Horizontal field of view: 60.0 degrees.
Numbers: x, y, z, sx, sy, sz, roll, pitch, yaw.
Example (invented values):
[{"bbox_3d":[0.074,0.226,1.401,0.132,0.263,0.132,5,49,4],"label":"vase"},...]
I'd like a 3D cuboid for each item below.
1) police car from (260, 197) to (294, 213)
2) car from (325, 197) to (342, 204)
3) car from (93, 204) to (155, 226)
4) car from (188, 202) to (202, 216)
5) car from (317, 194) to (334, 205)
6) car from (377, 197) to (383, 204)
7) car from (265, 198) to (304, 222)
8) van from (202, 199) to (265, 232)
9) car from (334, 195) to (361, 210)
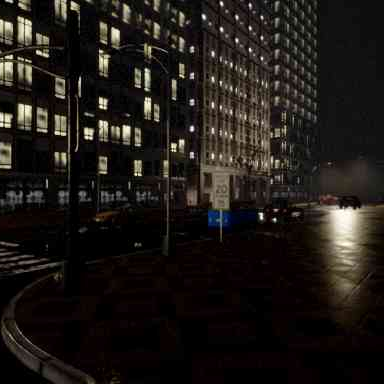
[{"bbox_3d":[9.967,1.459,38.689,1.930,1.638,5.238,0,0,38],"label":"police car"},{"bbox_3d":[28.530,1.625,66.953,2.008,1.369,4.403,0,0,38],"label":"car"},{"bbox_3d":[-4.774,1.540,23.995,1.752,1.417,4.829,0,0,38],"label":"car"},{"bbox_3d":[1.342,1.604,31.711,1.802,1.307,4.206,0,0,38],"label":"car"},{"bbox_3d":[25.132,1.381,62.548,2.192,1.841,5.009,0,0,38],"label":"car"},{"bbox_3d":[38.167,1.658,66.543,1.947,1.339,4.313,0,0,38],"label":"car"},{"bbox_3d":[7.581,1.472,26.897,1.967,1.590,4.097,0,0,38],"label":"car"},{"bbox_3d":[2.612,1.368,20.273,1.690,1.788,3.998,0,0,38],"label":"van"},{"bbox_3d":[21.175,1.369,44.518,2.192,1.841,5.009,0,0,38],"label":"car"}]
